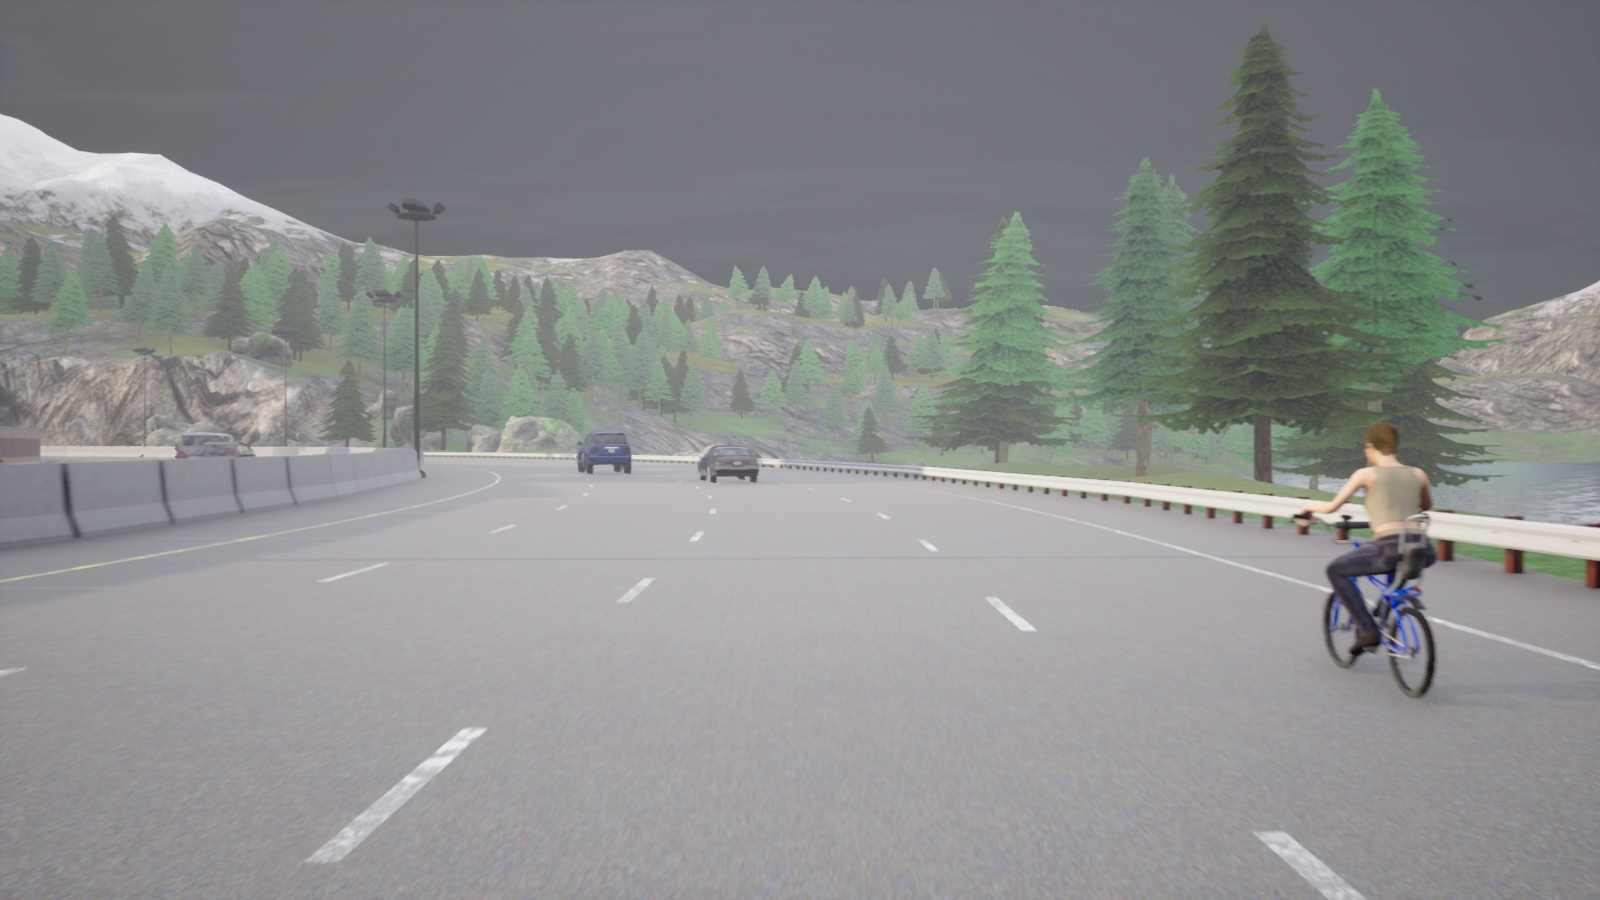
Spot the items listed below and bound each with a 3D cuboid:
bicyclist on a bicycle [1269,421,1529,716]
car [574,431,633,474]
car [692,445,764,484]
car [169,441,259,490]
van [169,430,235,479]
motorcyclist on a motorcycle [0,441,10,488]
[{"bbox_3d":[3.555,0.644,7.616,0.866,1.612,1.509,0,0,1],"label":"bicyclist on a bicycle"},{"bbox_3d":[-9.807,0.110,62.375,2.150,2.045,5.566,0,0,-17],"label":"car"},{"bbox_3d":[-2.866,0.519,48.886,2.033,1.411,5.357,0,0,-12],"label":"car"},{"bbox_3d":[-19.380,0.477,41.703,1.789,1.549,3.705,0,0,-10],"label":"car"},{"bbox_3d":[-25.654,0.178,53.991,1.775,1.987,4.442,0,0,-15],"label":"van"},{"bbox_3d":[-26.164,0.484,40.113,0.797,1.523,2.044,-1,0,-9],"label":"motorcyclist on a motorcycle"}]
